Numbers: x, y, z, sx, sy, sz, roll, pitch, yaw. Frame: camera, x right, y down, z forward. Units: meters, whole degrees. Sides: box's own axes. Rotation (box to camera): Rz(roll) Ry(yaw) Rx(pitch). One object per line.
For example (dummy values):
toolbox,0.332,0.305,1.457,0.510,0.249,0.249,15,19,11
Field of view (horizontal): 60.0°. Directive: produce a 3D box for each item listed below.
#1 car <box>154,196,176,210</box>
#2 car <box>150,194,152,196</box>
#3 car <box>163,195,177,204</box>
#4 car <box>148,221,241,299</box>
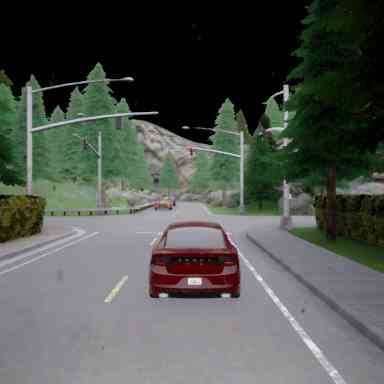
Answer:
car,-3.589,1.352,42.640,2.097,1.767,4.553,0,0,0
car,-11.003,1.355,79.677,4.553,1.767,2.097,0,0,24
car,-4.426,1.477,66.338,1.882,1.535,5.008,0,0,-17
car,0.068,1.478,8.538,1.882,1.535,5.008,0,0,0
